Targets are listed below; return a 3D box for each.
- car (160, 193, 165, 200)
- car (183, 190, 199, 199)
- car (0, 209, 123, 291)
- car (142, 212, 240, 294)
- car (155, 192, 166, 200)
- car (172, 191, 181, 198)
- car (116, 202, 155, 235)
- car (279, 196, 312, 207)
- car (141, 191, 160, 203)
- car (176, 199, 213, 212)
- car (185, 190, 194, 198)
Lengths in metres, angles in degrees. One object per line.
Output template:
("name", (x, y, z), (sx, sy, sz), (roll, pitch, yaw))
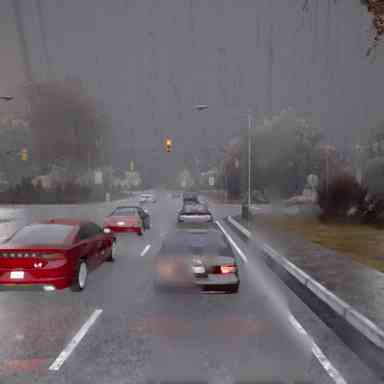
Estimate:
("car", (-7.046, 0.962, 65.351), (2.128, 1.511, 4.902), (0, 1, 0))
("car", (-0.161, 0.813, 52.510), (2.150, 2.045, 5.566), (0, 0, 0))
("car", (-3.396, 1.445, 8.936), (1.882, 1.535, 5.008), (0, 0, 0))
("car", (0.101, 1.516, 8.863), (2.033, 1.411, 5.357), (0, 0, 0))
("car", (-7.114, 0.872, 75.739), (2.128, 1.511, 4.902), (0, 1, -1))
("car", (-4.003, 0.720, 86.388), (2.128, 1.511, 4.902), (0, 1, -4))
("car", (-3.397, 1.458, 17.923), (1.994, 1.385, 4.181), (0, 0, 0))
("car", (13.694, 1.200, 43.116), (4.674, 1.442, 1.812), (0, 1, -3))
("car", (-7.087, 0.791, 55.178), (2.150, 2.045, 5.566), (0, 1, 0))
("car", (0.131, 1.380, 18.556), (2.128, 1.511, 4.902), (0, 0, -1))
("car", (-0.681, 0.373, 89.530), (2.150, 2.045, 5.566), (0, 1, -4))
